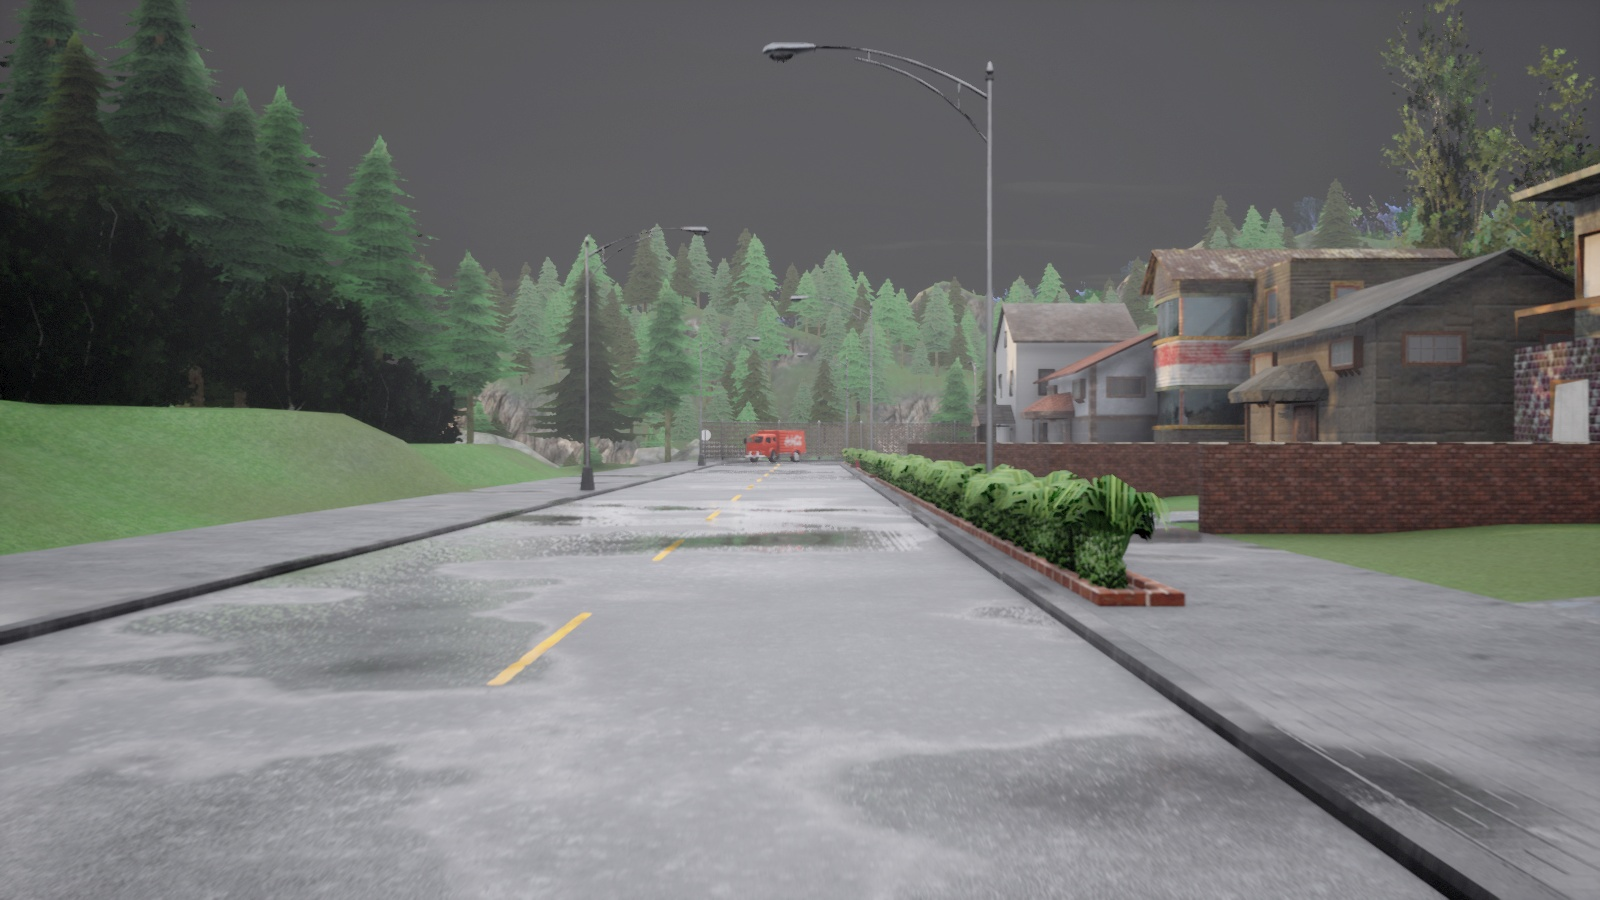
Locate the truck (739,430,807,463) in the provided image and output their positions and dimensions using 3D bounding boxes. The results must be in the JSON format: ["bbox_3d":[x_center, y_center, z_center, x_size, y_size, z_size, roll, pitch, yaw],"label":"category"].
[{"bbox_3d":[-1.998,-0.282,95.879,2.627,2.467,5.204,0,0,34],"label":"truck"}]
